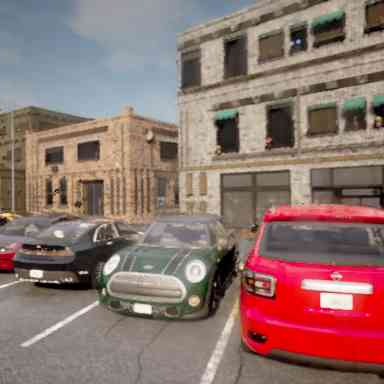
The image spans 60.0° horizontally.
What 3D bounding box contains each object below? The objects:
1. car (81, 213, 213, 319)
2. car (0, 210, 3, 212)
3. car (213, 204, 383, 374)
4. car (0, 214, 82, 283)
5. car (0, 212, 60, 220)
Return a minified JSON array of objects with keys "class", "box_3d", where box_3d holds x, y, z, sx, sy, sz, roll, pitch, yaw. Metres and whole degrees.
[{"class":"car","box_3d":[-0.203,1.353,7.640,2.185,1.767,4.553,1,-1,16]},{"class":"car","box_3d":[-7.336,1.475,12.902,1.946,1.575,5.366,0,-1,16]},{"class":"car","box_3d":[2.173,1.232,5.937,2.435,2.045,5.566,0,-1,16]},{"class":"car","box_3d":[-2.614,1.478,9.308,2.231,1.521,4.892,0,-1,16]},{"class":"car","box_3d":[-5.010,1.505,10.988,2.163,1.488,4.792,1,-1,16]}]
